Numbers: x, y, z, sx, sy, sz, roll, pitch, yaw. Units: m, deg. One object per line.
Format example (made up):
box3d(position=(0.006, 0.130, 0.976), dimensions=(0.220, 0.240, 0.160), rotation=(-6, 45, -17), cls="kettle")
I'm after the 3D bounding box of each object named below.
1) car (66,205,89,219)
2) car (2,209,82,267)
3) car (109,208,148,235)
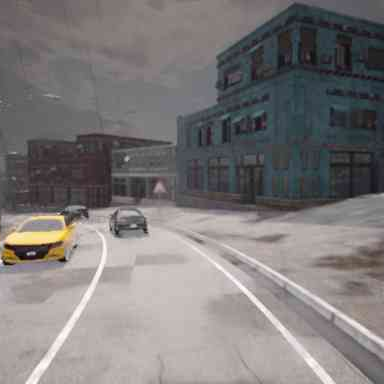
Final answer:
box3d(position=(-12.779, 2.170, 36.189), dimensions=(1.837, 1.490, 4.892), rotation=(-3, 0, -37), cls="car")
box3d(position=(-5.420, 1.618, 12.407), dimensions=(1.882, 1.535, 5.008), rotation=(-1, -1, -14), cls="car")
box3d(position=(-3.903, 1.702, 20.123), dimensions=(1.812, 1.442, 4.674), rotation=(-1, -1, -19), cls="car")
